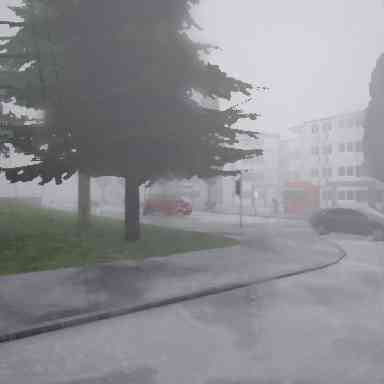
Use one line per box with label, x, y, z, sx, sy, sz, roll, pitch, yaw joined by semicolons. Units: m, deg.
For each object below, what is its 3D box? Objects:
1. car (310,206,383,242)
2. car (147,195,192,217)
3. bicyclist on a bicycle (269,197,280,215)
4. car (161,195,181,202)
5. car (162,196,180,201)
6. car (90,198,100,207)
car;8.272;1.500;16.581;1.837;1.490;4.892;0;0;-34
car;-2.270;1.216;31.390;2.150;2.045;5.566;0;0;-36
bicyclist on a bicycle;7.855;1.342;31.665;1.656;1.620;0.582;0;0;-36
car;-5.219;1.660;83.170;4.974;1.542;2.038;0;0;-6
car;-5.271;1.503;83.164;4.536;1.218;1.853;0;0;-6
car;-15.518;1.596;50.130;1.895;1.301;4.718;0;0;-35
